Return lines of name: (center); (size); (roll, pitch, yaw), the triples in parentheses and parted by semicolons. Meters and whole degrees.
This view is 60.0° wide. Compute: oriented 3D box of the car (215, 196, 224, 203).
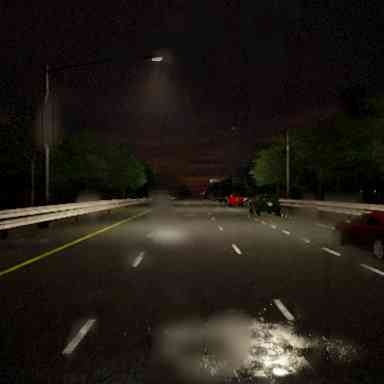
car: (7.286, 1.953, 79.963); (1.837, 1.490, 4.892); (0, -1, 0)

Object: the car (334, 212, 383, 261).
car: (7.010, 1.480, 12.272); (1.882, 1.535, 5.008); (0, 0, 0)

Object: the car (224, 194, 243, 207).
car: (7.124, 1.383, 55.328); (2.150, 2.045, 5.566); (0, -1, 0)

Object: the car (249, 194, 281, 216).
car: (7.034, 1.242, 32.496); (2.150, 2.045, 5.566); (0, 0, 0)
